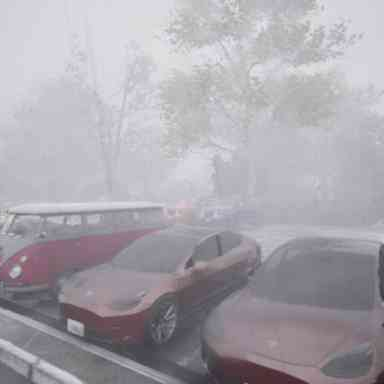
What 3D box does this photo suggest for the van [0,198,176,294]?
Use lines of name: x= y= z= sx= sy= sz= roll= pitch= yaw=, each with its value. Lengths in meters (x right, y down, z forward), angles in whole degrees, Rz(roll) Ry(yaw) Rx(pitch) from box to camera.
van: x=-2.589 y=1.255 z=8.195 sx=1.878 sy=1.987 sz=4.442 roll=0 pitch=0 yaw=35

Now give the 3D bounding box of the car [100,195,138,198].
car: x=-6.520 y=1.257 z=27.147 sx=2.435 sy=2.045 sz=5.566 roll=0 pitch=0 yaw=35

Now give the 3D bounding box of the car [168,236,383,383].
car: x=2.032 y=1.504 z=5.017 sx=2.163 sy=1.488 sz=4.792 roll=0 pitch=0 yaw=35

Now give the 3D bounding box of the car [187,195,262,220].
car: x=2.459 y=1.234 z=20.763 sx=2.435 sy=2.045 sz=5.566 roll=0 pitch=0 yaw=35

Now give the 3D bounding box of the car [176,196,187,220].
car: x=0.289 y=1.237 z=22.305 sx=2.435 sy=2.045 sz=5.566 roll=0 pitch=0 yaw=35

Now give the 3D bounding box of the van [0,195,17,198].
van: x=-22.324 y=1.365 z=38.566 sx=1.878 sy=1.987 sz=4.442 roll=0 pitch=0 yaw=35

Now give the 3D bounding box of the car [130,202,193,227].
car: x=-2.065 y=1.534 z=24.011 sx=2.002 sy=1.452 sz=4.674 roll=0 pitch=0 yaw=35

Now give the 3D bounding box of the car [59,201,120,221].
car: x=-8.755 y=1.548 z=28.805 sx=2.163 sy=1.488 sz=4.792 roll=0 pitch=0 yaw=35

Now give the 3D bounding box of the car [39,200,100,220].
car: x=-11.058 y=1.560 z=30.372 sx=2.163 sy=1.488 sz=4.792 roll=0 pitch=0 yaw=35

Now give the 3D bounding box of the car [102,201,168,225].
car: x=-4.235 y=1.501 z=25.550 sx=2.097 sy=1.535 sz=5.008 roll=0 pitch=0 yaw=35

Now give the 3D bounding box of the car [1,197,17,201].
car: x=-15.689 y=1.552 z=33.473 sx=1.946 sy=1.575 sz=5.366 roll=0 pitch=0 yaw=35

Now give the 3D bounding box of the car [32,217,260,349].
car: x=-0.253 y=1.507 z=6.642 sx=2.163 sy=1.488 sz=4.792 roll=0 pitch=0 yaw=35

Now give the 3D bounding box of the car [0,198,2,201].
car: x=-17.852 y=1.607 z=35.237 sx=2.002 sy=1.452 sz=4.674 roll=0 pitch=0 yaw=35
